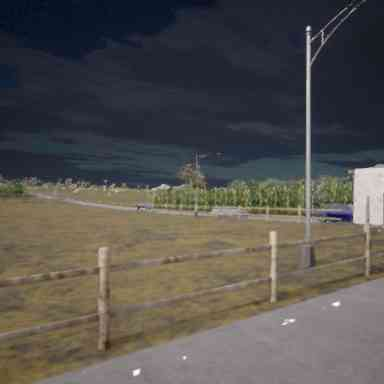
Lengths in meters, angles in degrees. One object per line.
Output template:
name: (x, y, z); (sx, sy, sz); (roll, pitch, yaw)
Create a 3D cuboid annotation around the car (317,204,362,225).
car: (12.852, 1.757, 27.587); (2.097, 1.767, 4.553); (3, -3, -37)

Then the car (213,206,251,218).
car: (4.619, 2.300, 39.008); (1.895, 1.301, 4.718); (3, -3, -35)

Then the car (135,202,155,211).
car: (-8.007, 2.527, 56.876); (1.837, 1.490, 4.892); (3, -2, -35)
